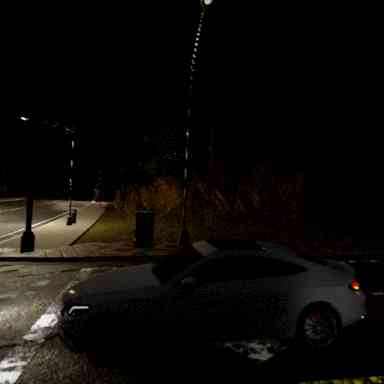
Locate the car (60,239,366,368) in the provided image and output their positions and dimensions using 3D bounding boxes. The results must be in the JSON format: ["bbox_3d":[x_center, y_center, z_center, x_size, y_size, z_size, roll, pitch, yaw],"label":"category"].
[{"bbox_3d":[0.382,1.530,5.346,4.674,1.442,1.812,0,0,-9],"label":"car"}]
